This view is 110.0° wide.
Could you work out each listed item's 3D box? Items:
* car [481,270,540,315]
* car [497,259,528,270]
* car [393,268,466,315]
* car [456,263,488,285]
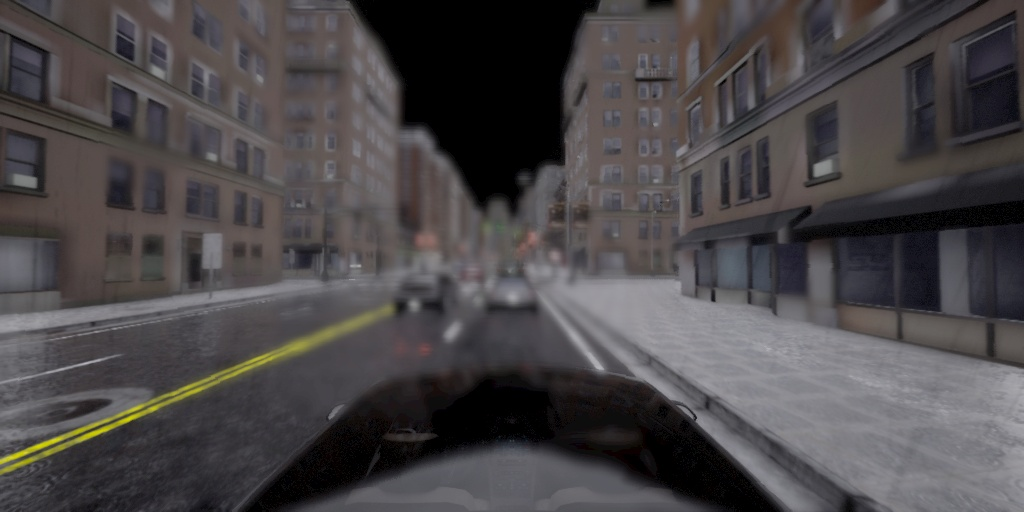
[{"bbox_3d":[0.049,1.449,14.393,1.994,1.385,4.181,0,-1,0],"label":"car"},{"bbox_3d":[0.036,1.250,28.147,2.150,2.045,5.566,0,0,0],"label":"car"},{"bbox_3d":[-3.202,1.389,14.271,1.837,1.490,4.892,0,0,0],"label":"car"},{"bbox_3d":[-3.202,1.567,29.869,1.812,1.442,4.674,0,0,1],"label":"car"}]
